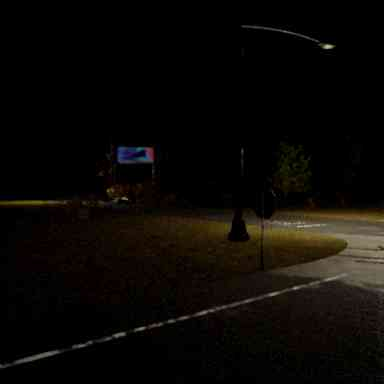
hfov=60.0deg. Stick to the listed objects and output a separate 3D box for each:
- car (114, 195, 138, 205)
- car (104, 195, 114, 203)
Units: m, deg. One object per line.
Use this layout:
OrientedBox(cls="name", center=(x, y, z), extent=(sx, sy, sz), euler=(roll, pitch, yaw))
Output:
OrientedBox(cls="car", center=(-10.848, 1.427, 56.044), extent=(2.033, 1.411, 5.357), euler=(0, 0, -33))
OrientedBox(cls="car", center=(-14.842, 1.359, 61.956), extent=(2.128, 1.511, 4.902), euler=(0, 0, -34))
